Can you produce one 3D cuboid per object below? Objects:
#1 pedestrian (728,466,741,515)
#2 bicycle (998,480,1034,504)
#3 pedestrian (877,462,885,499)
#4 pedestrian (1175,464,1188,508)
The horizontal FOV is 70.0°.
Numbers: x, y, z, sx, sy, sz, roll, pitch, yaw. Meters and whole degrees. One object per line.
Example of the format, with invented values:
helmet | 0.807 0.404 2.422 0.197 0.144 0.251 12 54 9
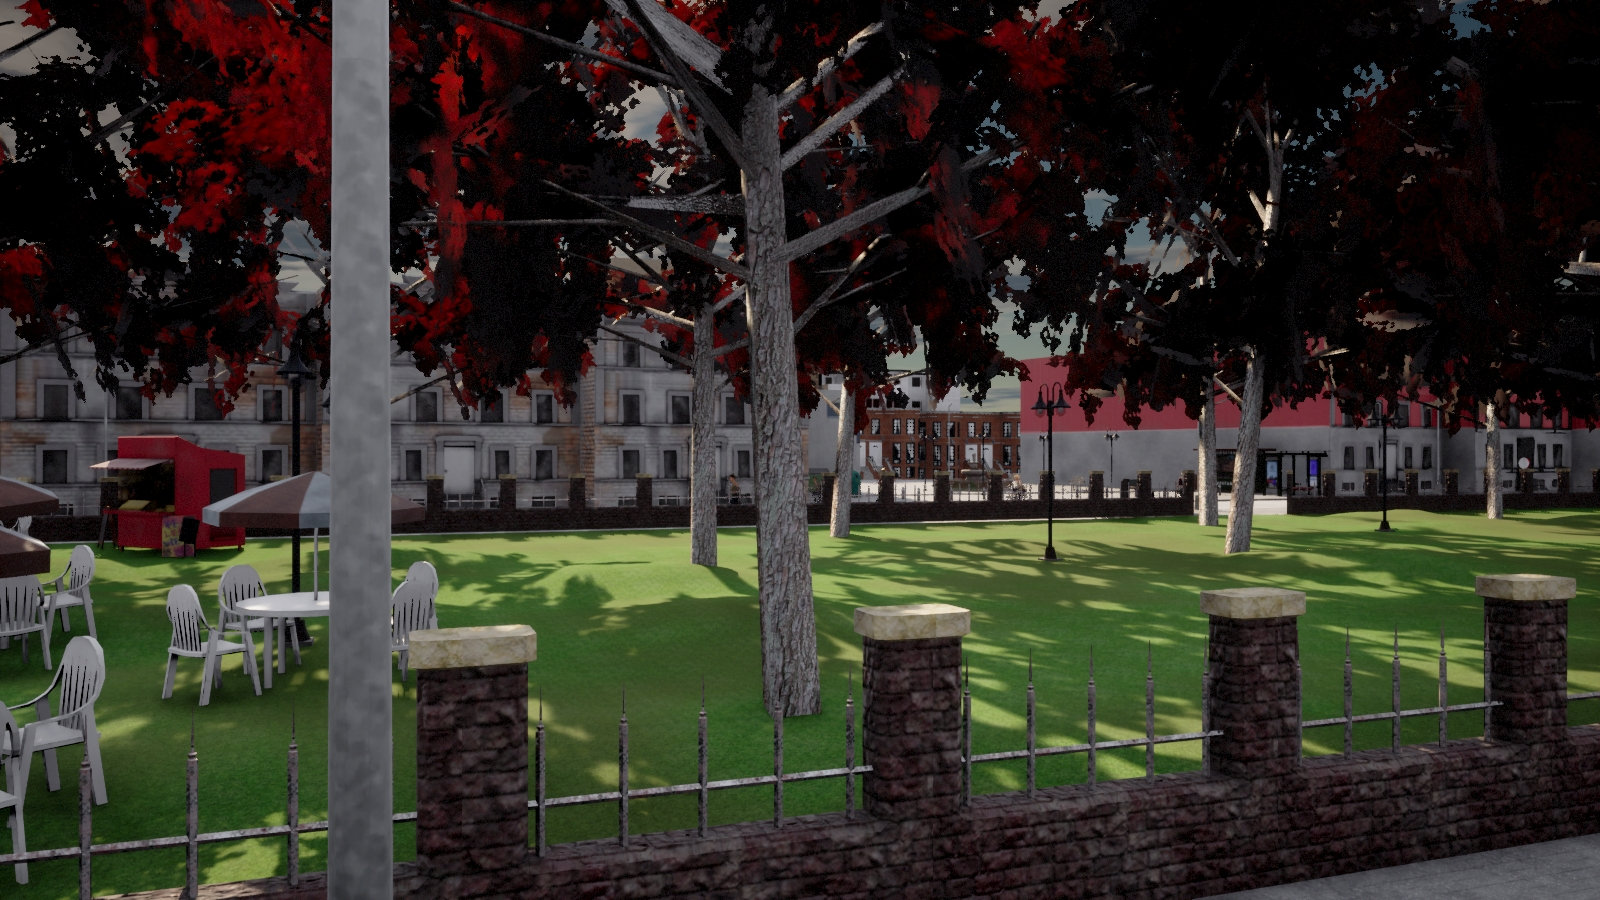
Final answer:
pedestrian | -2.493 1.528 43.545 0.375 1.860 0.375 0 0 -25
bicycle | 10.544 2.048 55.875 1.487 1.080 0.859 0 0 -20
pedestrian | 4.068 1.534 57.227 0.375 1.860 0.375 0 0 12
pedestrian | 16.202 1.538 48.525 0.375 1.860 0.375 0 0 -23
